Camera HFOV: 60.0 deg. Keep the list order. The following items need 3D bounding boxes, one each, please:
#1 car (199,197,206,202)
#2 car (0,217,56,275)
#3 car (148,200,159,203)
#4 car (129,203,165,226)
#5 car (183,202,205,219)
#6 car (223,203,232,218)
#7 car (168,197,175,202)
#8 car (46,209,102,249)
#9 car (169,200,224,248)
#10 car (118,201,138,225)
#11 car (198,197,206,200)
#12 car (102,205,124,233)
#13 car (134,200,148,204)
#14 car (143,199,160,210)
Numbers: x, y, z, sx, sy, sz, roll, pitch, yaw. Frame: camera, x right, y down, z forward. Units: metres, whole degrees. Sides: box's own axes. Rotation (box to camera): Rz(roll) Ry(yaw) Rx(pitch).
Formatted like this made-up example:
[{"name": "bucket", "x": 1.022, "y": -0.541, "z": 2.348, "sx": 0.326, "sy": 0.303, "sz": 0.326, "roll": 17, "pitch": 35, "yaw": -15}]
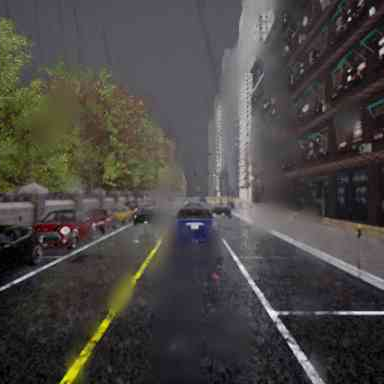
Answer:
[{"name": "car", "x": 2.836, "y": 2.091, "z": 91.457, "sx": 1.947, "sy": 1.339, "sz": 4.313, "roll": 0, "pitch": 0, "yaw": 0}, {"name": "car", "x": -5.676, "y": 1.614, "z": 9.150, "sx": 1.947, "sy": 1.339, "sz": 4.313, "roll": 0, "pitch": 0, "yaw": 0}, {"name": "car", "x": -5.700, "y": 1.777, "z": 42.381, "sx": 2.008, "sy": 1.369, "sz": 4.403, "roll": 0, "pitch": 0, "yaw": 0}, {"name": "car", "x": -3.065, "y": 1.729, "z": 24.370, "sx": 1.895, "sy": 1.301, "sz": 4.718, "roll": 0, "pitch": 0, "yaw": 0}, {"name": "car", "x": 0.146, "y": 1.734, "z": 32.120, "sx": 1.994, "sy": 1.385, "sz": 4.181, "roll": 0, "pitch": 0, "yaw": 0}, {"name": "car", "x": 2.739, "y": 1.716, "z": 31.294, "sx": 2.008, "sy": 1.369, "sz": 4.403, "roll": 0, "pitch": 0, "yaw": 0}, {"name": "car", "x": -5.544, "y": 2.107, "z": 91.470, "sx": 1.802, "sy": 1.307, "sz": 4.206, "roll": 0, "pitch": 0, "yaw": 0}, {"name": "car", "x": -5.667, "y": 1.517, "z": 14.689, "sx": 1.967, "sy": 1.590, "sz": 4.097, "roll": 0, "pitch": 0, "yaw": 0}, {"name": "car", "x": 0.117, "y": 1.432, "z": 15.433, "sx": 2.097, "sy": 1.767, "sz": 4.553, "roll": 0, "pitch": 0, "yaw": 0}, {"name": "car", "x": -5.650, "y": 1.660, "z": 25.596, "sx": 1.752, "sy": 1.417, "sz": 4.829, "roll": 0, "pitch": 0, "yaw": 0}, {"name": "car", "x": 2.827, "y": 2.054, "z": 85.824, "sx": 1.947, "sy": 1.339, "sz": 4.313, "roll": 0, "pitch": 0, "yaw": 0}, {"name": "car", "x": -5.658, "y": 1.688, "z": 20.227, "sx": 1.802, "sy": 1.307, "sz": 4.206, "roll": 0, "pitch": 0, "yaw": 0}, {"name": "car", "x": -5.640, "y": 1.606, "z": 31.306, "sx": 1.967, "sy": 1.590, "sz": 4.097, "roll": 0, "pitch": 0, "yaw": 0}, {"name": "car", "x": -5.743, "y": 1.803, "z": 47.921, "sx": 1.887, "sy": 1.381, "sz": 4.507, "roll": 0, "pitch": 0, "yaw": 0}]
